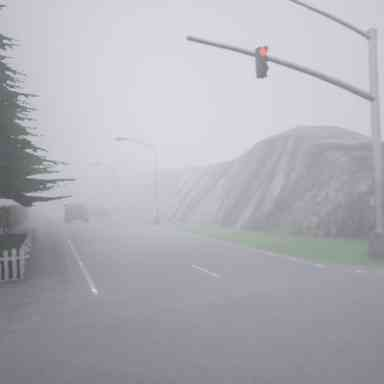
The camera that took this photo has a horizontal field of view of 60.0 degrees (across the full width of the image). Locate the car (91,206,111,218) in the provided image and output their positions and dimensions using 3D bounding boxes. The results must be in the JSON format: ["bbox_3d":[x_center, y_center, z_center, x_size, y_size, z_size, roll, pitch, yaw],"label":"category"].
[{"bbox_3d":[-12.081,2.681,44.241,1.812,1.442,4.674,-2,-1,-23],"label":"car"}]

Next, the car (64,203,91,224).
[{"bbox_3d":[-12.873,2.301,36.880,2.150,2.045,5.566,-2,-1,-23],"label":"car"}]

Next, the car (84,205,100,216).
[{"bbox_3d":[-16.022,2.937,53.273,1.812,1.442,4.674,-2,-1,-23],"label":"car"}]
